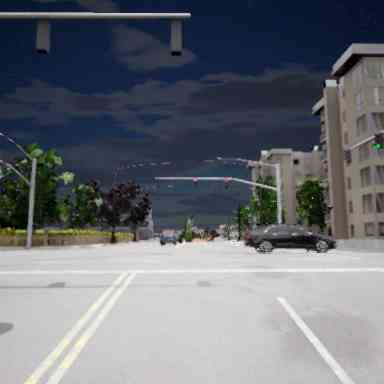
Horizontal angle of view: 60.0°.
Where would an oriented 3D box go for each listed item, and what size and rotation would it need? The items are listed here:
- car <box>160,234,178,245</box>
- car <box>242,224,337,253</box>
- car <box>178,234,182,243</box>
[{"bbox_3d":[-3.257,6.445,45.412,1.812,1.442,4.674,0,-8,1],"label":"car"},{"bbox_3d":[5.204,2.529,17.967,4.892,1.490,1.837,0,-8,0],"label":"car"},{"bbox_3d":[-3.083,8.575,62.070,2.097,1.767,4.553,0,-8,1],"label":"car"}]
